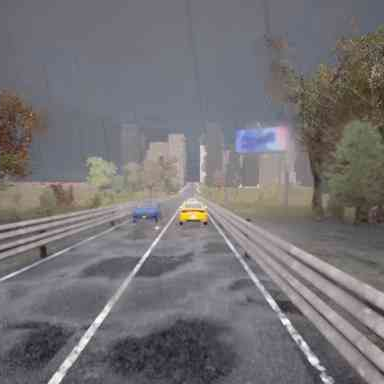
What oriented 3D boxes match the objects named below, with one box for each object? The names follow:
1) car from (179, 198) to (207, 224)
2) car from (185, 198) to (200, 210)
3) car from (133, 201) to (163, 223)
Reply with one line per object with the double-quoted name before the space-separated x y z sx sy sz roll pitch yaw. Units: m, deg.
"car" 0.090 1.470 24.422 1.882 1.535 5.008 0 0 0
"car" 0.061 1.513 42.625 1.812 1.442 4.674 0 0 0
"car" -3.358 1.470 25.850 1.882 1.535 5.008 0 0 0
